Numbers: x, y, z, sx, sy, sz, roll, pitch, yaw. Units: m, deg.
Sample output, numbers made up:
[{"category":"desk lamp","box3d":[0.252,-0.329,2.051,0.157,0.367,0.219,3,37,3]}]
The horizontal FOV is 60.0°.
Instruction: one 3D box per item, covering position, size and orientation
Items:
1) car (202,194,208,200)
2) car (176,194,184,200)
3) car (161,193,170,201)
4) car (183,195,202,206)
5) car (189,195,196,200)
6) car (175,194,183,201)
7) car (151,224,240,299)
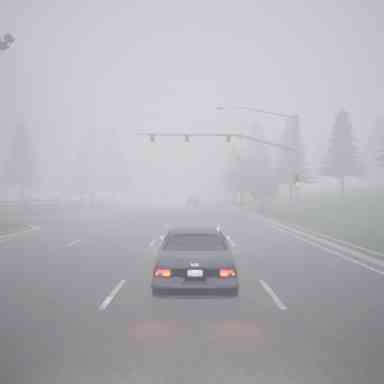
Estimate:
[{"category":"car","box3d":[3.635,1.459,94.162,1.837,1.490,4.892,0,0,0]},{"category":"car","box3d":[-3.365,1.317,93.759,2.128,1.511,4.902,0,0,0]},{"category":"car","box3d":[-6.876,1.185,86.290,2.150,2.045,5.566,0,0,0]},{"category":"car","box3d":[0.073,1.329,52.691,2.097,1.767,4.553,0,0,0]},{"category":"car","box3d":[0.135,1.499,94.167,2.033,1.411,5.357,0,0,0]},{"category":"car","box3d":[-3.380,1.480,83.755,1.812,1.442,4.674,0,0,0]},{"category":"car","box3d":[0.078,1.544,8.652,2.033,1.411,5.357,0,0,1]}]
